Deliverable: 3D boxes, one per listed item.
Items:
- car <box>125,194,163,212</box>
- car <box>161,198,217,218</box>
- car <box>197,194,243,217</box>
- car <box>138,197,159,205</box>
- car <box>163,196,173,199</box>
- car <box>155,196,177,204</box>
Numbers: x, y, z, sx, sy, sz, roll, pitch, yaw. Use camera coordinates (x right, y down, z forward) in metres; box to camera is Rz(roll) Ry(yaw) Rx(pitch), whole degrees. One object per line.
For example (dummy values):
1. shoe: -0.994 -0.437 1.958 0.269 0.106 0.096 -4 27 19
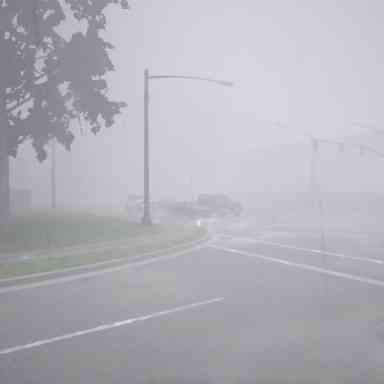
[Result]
1. car: -5.992 1.221 38.782 2.150 2.045 5.566 0 0 -34
2. car: -0.390 1.545 30.413 2.033 1.411 5.357 0 0 -34
3. car: 2.487 1.218 32.402 2.150 2.045 5.566 0 0 -34
4. car: -8.069 1.599 60.869 1.895 1.301 4.718 0 0 -34
5. car: -2.730 1.562 40.198 1.994 1.385 4.181 0 0 -34
6. car: -4.888 1.475 62.412 1.882 1.535 5.008 0 0 -34
